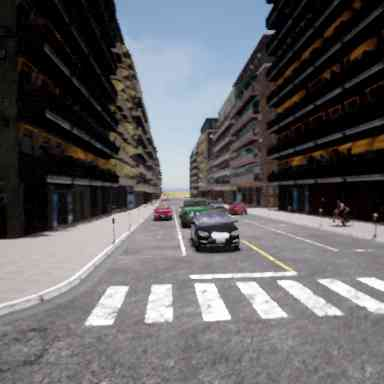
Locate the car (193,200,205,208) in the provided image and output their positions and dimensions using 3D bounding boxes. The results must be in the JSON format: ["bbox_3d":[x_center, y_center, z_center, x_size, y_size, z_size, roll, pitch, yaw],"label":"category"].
[{"bbox_3d":[1.204,2.171,61.357,1.812,1.442,4.674,-1,-1,-4],"label":"car"}]

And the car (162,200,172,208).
[{"bbox_3d":[-4.898,2.340,65.735,1.887,1.381,4.507,-2,-1,-4],"label":"car"}]

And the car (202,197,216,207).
[{"bbox_3d":[3.419,1.973,66.334,2.192,1.841,5.009,-2,-1,-4],"label":"car"}]

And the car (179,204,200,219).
[{"bbox_3d":[-0.303,1.996,35.123,1.895,1.301,4.718,-1,-1,-4],"label":"car"}]

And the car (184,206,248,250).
[{"bbox_3d":[0.959,1.652,15.365,2.128,1.511,4.902,-1,-1,-4],"label":"car"}]

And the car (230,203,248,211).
[{"bbox_3d":[5.253,1.912,38.072,1.802,1.307,4.206,-2,-1,-4],"label":"car"}]

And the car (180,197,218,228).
[{"bbox_3d":[0.321,1.500,25.214,2.150,2.045,5.566,-1,-1,-4],"label":"car"}]

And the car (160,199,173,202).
[{"bbox_3d":[-3.793,2.123,48.607,1.752,1.417,4.829,-2,-1,-4],"label":"car"}]

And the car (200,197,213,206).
[{"bbox_3d":[3.054,2.037,71.988,2.192,1.841,5.009,-2,-1,-4],"label":"car"}]

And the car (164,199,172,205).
[{"bbox_3d":[-5.992,2.530,82.691,1.887,1.381,4.507,-2,-1,-4],"label":"car"}]

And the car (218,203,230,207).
[{"bbox_3d":[2.709,1.937,37.958,1.994,1.385,4.181,-1,-1,-4],"label":"car"}]

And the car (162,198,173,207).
[{"bbox_3d":[-5.270,2.175,71.388,2.192,1.841,5.009,-2,-1,-4],"label":"car"}]

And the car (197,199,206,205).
[{"bbox_3d":[2.333,2.393,83.290,1.887,1.381,4.507,-2,-1,-4],"label":"car"}]

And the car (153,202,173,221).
[{"bbox_3d":[-2.708,1.946,31.820,1.887,1.381,4.507,-2,-1,-4],"label":"car"}]

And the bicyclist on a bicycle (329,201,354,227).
[{"bbox_3d":[9.348,1.376,20.837,1.656,1.620,0.582,-1,0,-4],"label":"bicyclist on a bicycle"}]
